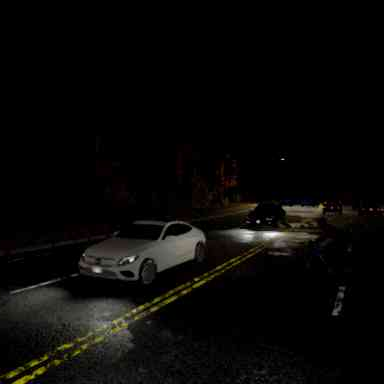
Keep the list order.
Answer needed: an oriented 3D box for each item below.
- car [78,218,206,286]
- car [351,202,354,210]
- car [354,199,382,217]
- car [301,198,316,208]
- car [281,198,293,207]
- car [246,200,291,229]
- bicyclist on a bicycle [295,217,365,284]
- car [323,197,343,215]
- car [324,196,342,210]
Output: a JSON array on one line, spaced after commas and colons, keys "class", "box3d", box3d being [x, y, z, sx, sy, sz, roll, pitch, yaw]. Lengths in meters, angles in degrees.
[{"class": "car", "box3d": [-1.126, 1.530, 9.721, 1.812, 1.442, 4.674, 0, 0, 27]}, {"class": "car", "box3d": [21.983, 1.655, 43.426, 2.033, 1.411, 5.357, 0, 0, 23]}, {"class": "car", "box3d": [17.136, 1.621, 32.223, 2.033, 1.411, 5.357, 0, 0, 24]}, {"class": "car", "box3d": [17.468, 1.609, 50.027, 1.812, 1.442, 4.674, 0, 0, 22]}, {"class": "car", "box3d": [14.399, 1.591, 51.106, 1.812, 1.442, 4.674, 0, 0, 22]}, {"class": "car", "box3d": [4.979, 1.528, 21.942, 1.837, 1.490, 4.892, 0, 0, 26]}, {"class": "bicyclist on a bicycle", "box3d": [3.426, 1.465, 8.374, 1.656, 1.620, 0.582, 0, -1, 27]}, {"class": "car", "box3d": [14.914, 1.612, 35.283, 2.033, 1.411, 5.357, 0, 0, 24]}, {"class": "car", "box3d": [19.169, 1.444, 45.235, 2.097, 1.767, 4.553, 0, 0, 23]}]
